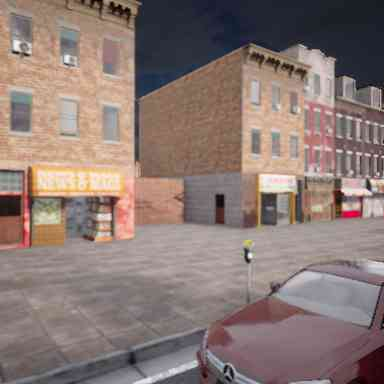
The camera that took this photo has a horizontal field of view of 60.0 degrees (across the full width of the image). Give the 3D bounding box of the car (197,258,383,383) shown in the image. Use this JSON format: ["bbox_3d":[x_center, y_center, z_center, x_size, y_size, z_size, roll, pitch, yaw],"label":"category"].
[{"bbox_3d":[2.022,1.590,4.251,4.206,1.307,1.802,0,0,-35],"label":"car"}]
